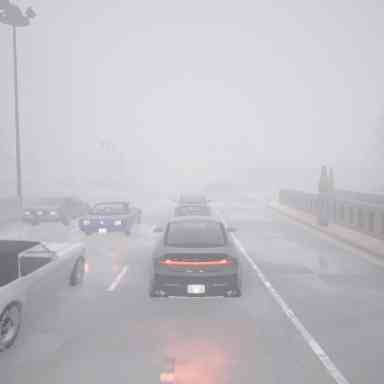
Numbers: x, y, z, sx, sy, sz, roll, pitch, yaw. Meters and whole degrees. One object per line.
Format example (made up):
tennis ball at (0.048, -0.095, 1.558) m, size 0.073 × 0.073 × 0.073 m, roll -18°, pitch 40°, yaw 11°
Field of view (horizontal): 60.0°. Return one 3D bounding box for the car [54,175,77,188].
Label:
car at (-21.327, -1.804, 56.440) m, size 2.150 × 2.045 × 5.566 m, roll 0°, pitch 4°, yaw 0°

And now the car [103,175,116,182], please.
car at (-21.399, -3.479, 86.256) m, size 2.097 × 1.767 × 4.553 m, roll 0°, pitch 3°, yaw 0°

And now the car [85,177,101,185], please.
car at (-21.329, -2.467, 71.632) m, size 1.882 × 1.535 × 5.008 m, roll 0°, pitch 3°, yaw 0°

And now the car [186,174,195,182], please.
car at (-0.404, -3.680, 87.193) m, size 2.150 × 2.045 × 5.566 m, roll 0°, pitch 3°, yaw 0°

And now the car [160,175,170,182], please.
car at (-7.409, -3.442, 88.396) m, size 1.812 × 1.442 × 4.674 m, roll 0°, pitch 3°, yaw 0°

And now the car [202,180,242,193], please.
car at (4.052, -0.805, 44.440) m, size 4.902 × 1.511 × 2.128 m, roll 2°, pitch 4°, yaw 25°

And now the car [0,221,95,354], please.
car at (-3.421, 1.506, 5.921) m, size 1.895 × 1.301 × 4.718 m, roll 0°, pitch 2°, yaw 0°

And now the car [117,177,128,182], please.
car at (-17.898, -3.266, 86.000) m, size 1.994 × 1.385 × 4.181 m, roll 0°, pitch 3°, yaw 0°

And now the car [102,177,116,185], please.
car at (-17.827, -2.397, 71.229) m, size 1.812 × 1.442 × 4.674 m, roll 0°, pitch 3°, yaw 0°

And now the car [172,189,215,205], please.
car at (0.033, 0.836, 17.532) m, size 1.837 × 1.490 × 4.892 m, roll 0°, pitch 3°, yaw -1°

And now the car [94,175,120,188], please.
car at (-14.330, -1.811, 56.574) m, size 2.150 × 2.045 × 5.566 m, roll 0°, pitch 3°, yaw 0°

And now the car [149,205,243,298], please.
car at (0.069, 1.337, 8.152) m, size 1.837 × 1.490 × 4.892 m, roll 0°, pitch 2°, yaw 0°

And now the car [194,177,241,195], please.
car at (2.885, -0.573, 38.277) m, size 4.553 × 1.767 × 2.097 m, roll -1°, pitch 4°, yaw -9°

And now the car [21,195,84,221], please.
car at (-6.970, 0.866, 17.693) m, size 2.033 × 1.411 × 5.357 m, roll 0°, pitch 3°, yaw 0°

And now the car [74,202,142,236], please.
car at (-3.458, 1.076, 15.061) m, size 1.895 × 1.301 × 4.718 m, roll 0°, pitch 3°, yaw 0°

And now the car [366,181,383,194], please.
car at (23.527, -0.468, 38.618) m, size 5.008 × 1.535 × 1.882 m, roll 0°, pitch 3°, yaw 2°

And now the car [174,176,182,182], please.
car at (-3.909, -3.443, 88.412) m, size 1.812 × 1.442 × 4.674 m, roll 0°, pitch 3°, yaw 0°

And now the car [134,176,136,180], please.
car at (-14.400, -3.376, 86.496) m, size 1.882 × 1.535 × 5.008 m, roll 0°, pitch 3°, yaw 0°

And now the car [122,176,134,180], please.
car at (-14.327, -2.569, 71.273) m, size 2.097 × 1.767 × 4.553 m, roll 0°, pitch 3°, yaw 0°

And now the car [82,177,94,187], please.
car at (-17.825, -1.643, 59.181) m, size 2.033 × 1.411 × 5.357 m, roll 0°, pitch 3°, yaw 0°

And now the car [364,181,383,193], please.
car at (24.557, -0.630, 42.080) m, size 4.674 × 1.442 × 1.812 m, roll 0°, pitch 3°, yaw 2°
